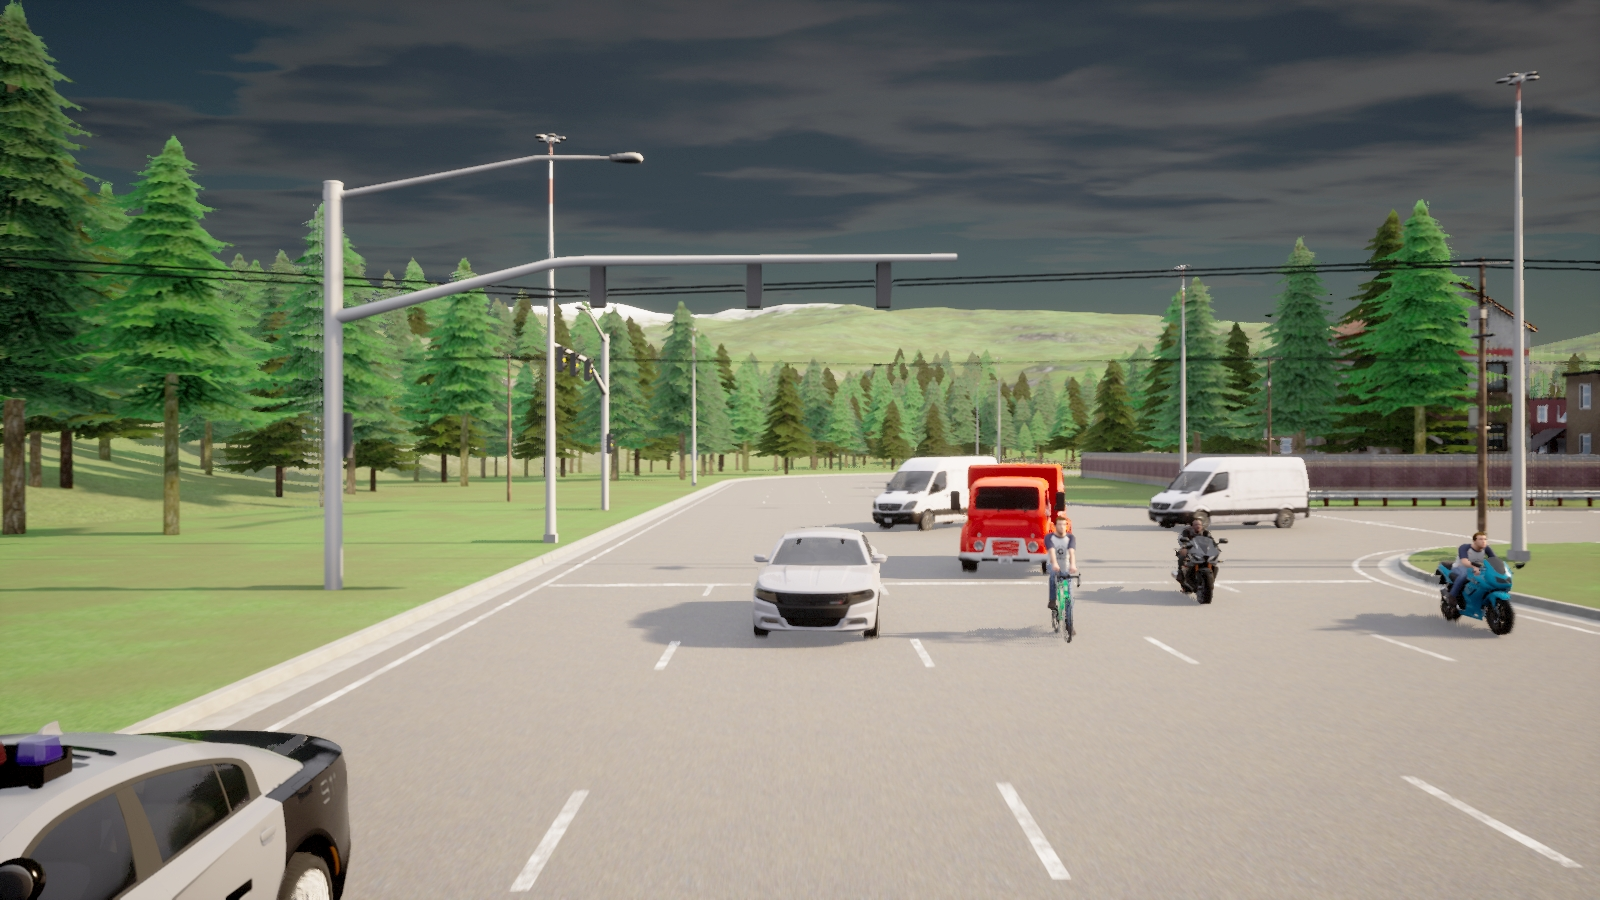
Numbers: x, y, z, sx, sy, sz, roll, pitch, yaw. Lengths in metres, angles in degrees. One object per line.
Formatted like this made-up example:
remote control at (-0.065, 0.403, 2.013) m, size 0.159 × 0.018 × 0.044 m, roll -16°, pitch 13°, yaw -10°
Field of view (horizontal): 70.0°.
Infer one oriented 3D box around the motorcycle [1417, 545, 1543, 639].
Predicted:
motorcycle at (10.605, 2.186, 17.915) m, size 0.803 × 1.199 × 2.033 m, roll 1°, pitch 0°, yaw 3°

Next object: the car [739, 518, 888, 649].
car at (0.358, 2.034, 18.629) m, size 2.097 × 1.535 × 5.006 m, roll 0°, pitch 0°, yaw 4°

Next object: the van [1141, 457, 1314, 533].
van at (15.276, 1.534, 40.838) m, size 5.915 × 2.561 × 1.988 m, roll 0°, pitch 0°, yaw -20°

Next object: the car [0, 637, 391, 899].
car at (-3.599, 1.982, 4.474) m, size 2.097 × 1.638 × 5.238 m, roll 0°, pitch 0°, yaw 0°

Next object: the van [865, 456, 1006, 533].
van at (4.992, 1.534, 41.312) m, size 1.988 × 2.561 × 5.915 m, roll -1°, pitch -1°, yaw 42°

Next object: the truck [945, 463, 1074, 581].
truck at (5.133, 1.567, 27.328) m, size 2.627 × 2.467 × 5.204 m, roll 0°, pitch 0°, yaw 15°

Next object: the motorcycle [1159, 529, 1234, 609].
motorcycle at (7.447, 2.205, 21.546) m, size 0.867 × 1.251 × 2.209 m, roll 1°, pitch 0°, yaw 7°

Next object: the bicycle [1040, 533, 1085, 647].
bicycle at (3.910, 2.056, 17.071) m, size 0.373 × 1.496 × 1.643 m, roll 0°, pitch 0°, yaw 3°
